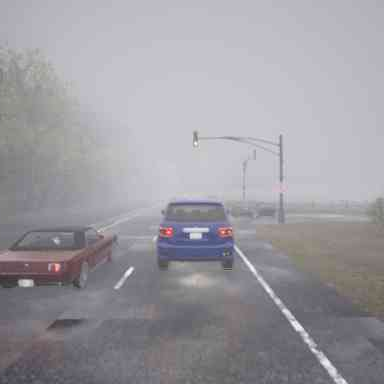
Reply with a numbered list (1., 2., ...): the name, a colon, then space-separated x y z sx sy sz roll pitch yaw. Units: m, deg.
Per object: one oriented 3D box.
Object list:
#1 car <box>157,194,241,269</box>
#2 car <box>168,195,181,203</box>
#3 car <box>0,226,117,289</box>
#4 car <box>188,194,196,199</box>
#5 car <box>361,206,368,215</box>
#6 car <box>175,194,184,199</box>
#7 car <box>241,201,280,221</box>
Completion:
1. car: 0.106 1.193 11.153 2.150 2.045 5.566 0 0 0
2. car: -3.401 1.302 65.287 2.128 1.511 4.902 0 0 0
3. car: -3.400 1.576 9.064 1.895 1.301 4.718 0 0 0
4. car: -0.002 1.268 91.892 2.033 1.411 5.357 0 0 0
5. car: 19.353 1.677 32.935 4.892 1.490 1.837 1 -1 0
6. car: -3.501 1.248 93.646 2.128 1.511 4.902 0 0 0
7. car: 5.238 1.431 26.600 4.902 1.511 2.128 0 -1 -41
